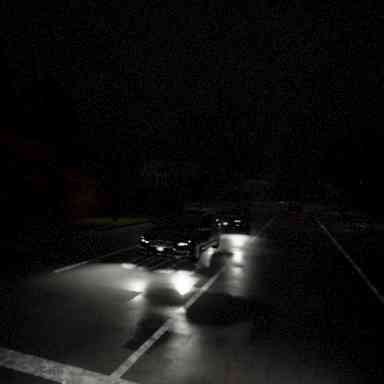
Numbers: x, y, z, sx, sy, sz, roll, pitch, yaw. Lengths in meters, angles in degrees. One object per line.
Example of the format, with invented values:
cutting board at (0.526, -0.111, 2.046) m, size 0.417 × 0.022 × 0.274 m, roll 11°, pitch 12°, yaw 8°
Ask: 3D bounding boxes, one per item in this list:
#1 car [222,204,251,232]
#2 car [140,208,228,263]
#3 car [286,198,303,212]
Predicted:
car at (2.631, 1.580, 21.226) m, size 1.837 × 1.490 × 4.892 m, roll 3°, pitch 0°, yaw 18°
car at (-0.211, 1.476, 12.250) m, size 1.837 × 1.490 × 4.892 m, roll 3°, pitch 0°, yaw 18°
car at (14.948, 2.035, 48.034) m, size 1.882 × 1.535 × 5.008 m, roll 3°, pitch 0°, yaw 17°
